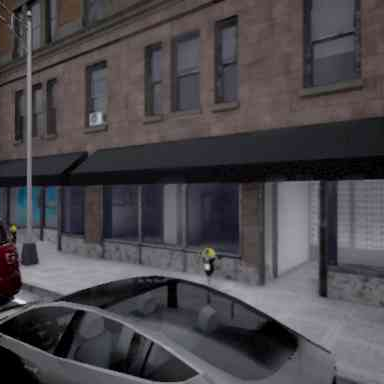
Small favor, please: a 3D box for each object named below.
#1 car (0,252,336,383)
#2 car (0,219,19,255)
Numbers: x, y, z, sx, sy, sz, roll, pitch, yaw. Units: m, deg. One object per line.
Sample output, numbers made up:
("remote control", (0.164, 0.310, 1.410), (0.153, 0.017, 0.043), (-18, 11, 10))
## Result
("car", (-0.805, 1.570, 3.384), (4.313, 1.339, 1.947), (0, 0, 36))
("car", (-5.414, 1.329, 6.672), (5.009, 1.841, 2.192), (0, 0, 36))
